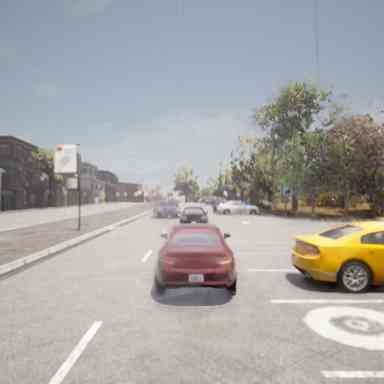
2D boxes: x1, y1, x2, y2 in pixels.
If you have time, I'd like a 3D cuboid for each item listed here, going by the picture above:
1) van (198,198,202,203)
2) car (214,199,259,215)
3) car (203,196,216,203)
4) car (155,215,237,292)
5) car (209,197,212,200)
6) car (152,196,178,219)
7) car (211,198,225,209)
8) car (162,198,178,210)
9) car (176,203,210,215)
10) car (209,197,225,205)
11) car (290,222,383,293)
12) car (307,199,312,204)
[{"bbox_3d":[4.798,2.136,94.855,4.442,1.987,1.878,0,-1,0],"label":"van"},{"bbox_3d":[5.091,1.781,36.856,4.674,1.452,2.002,0,0,0],"label":"car"},{"bbox_3d":[5.133,1.894,70.890,4.553,1.767,2.185,0,-1,0],"label":"car"},{"bbox_3d":[0.097,1.563,8.949,1.812,1.442,4.674,0,0,0],"label":"car"},{"bbox_3d":[5.093,1.860,46.553,4.674,1.452,2.002,0,0,0],"label":"car"},{"bbox_3d":[-2.478,1.568,31.447,2.097,1.767,4.553,1,-1,-14],"label":"car"},{"bbox_3d":[5.100,1.766,40.004,5.008,1.535,2.097,0,0,0],"label":"car"},{"bbox_3d":[-3.238,1.787,50.050,2.097,1.767,4.553,0,0,0],"label":"car"},{"bbox_3d":[0.105,1.662,21.725,1.812,1.442,4.674,0,-1,0],"label":"car"},{"bbox_3d":[5.090,1.794,43.278,4.892,1.521,2.231,0,0,0],"label":"car"},{"bbox_3d":[5.080,1.513,8.371,5.008,1.535,2.097,0,0,0],"label":"car"},{"bbox_3d":[21.062,1.612,59.286,4.902,1.511,2.128,-1,-3,0],"label":"car"}]
